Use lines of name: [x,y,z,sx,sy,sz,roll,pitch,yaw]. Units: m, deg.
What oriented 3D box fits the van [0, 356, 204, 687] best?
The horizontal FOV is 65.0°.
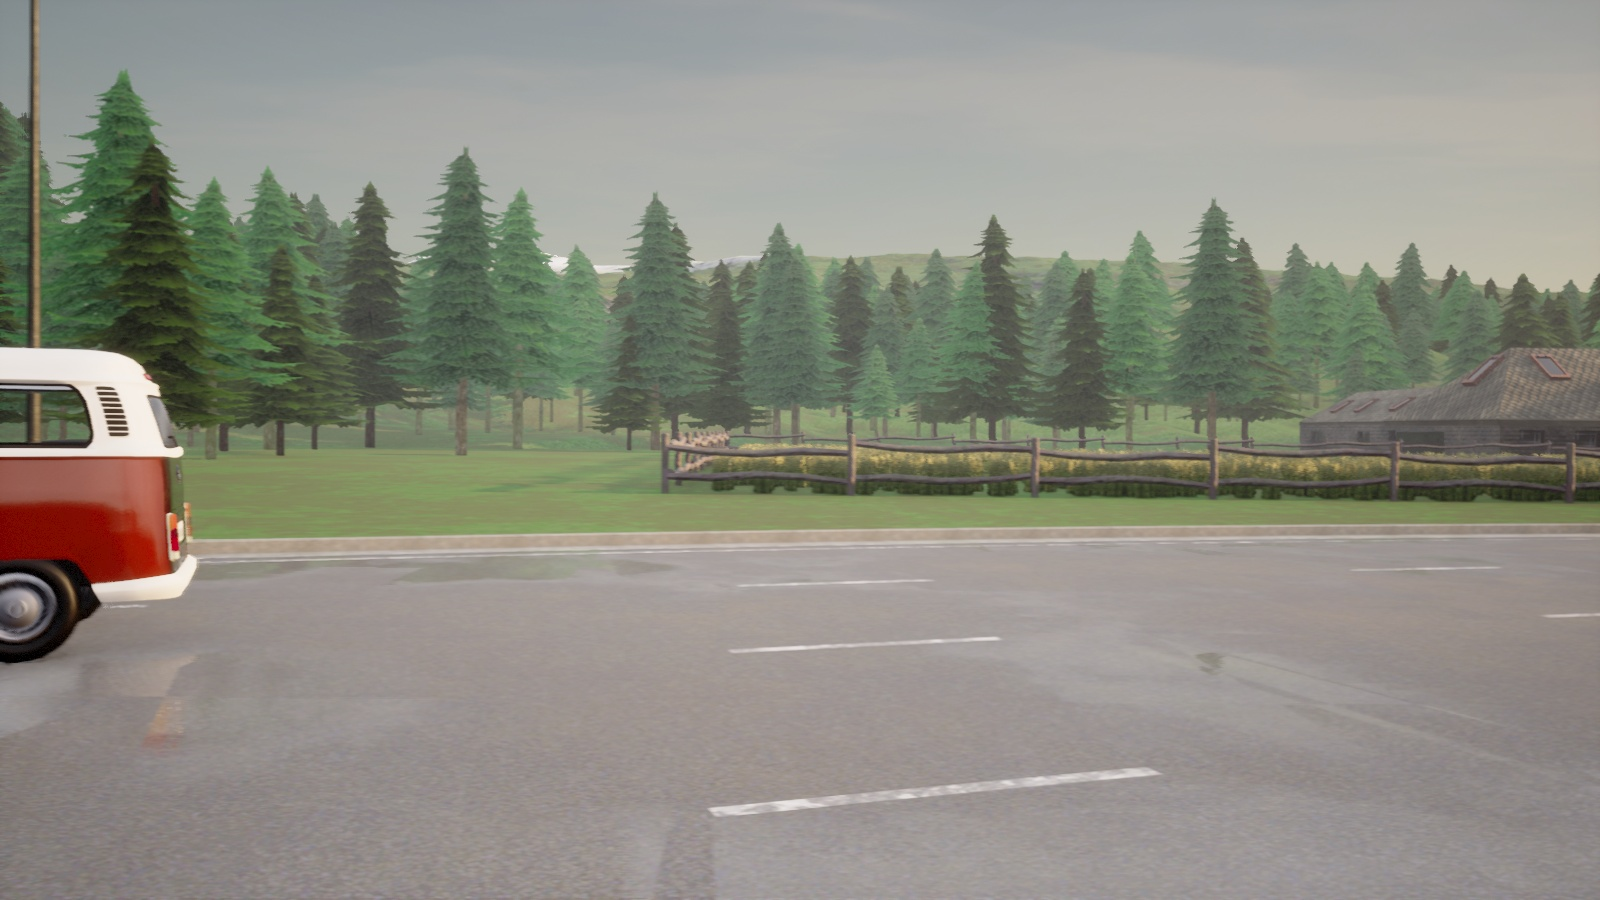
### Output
van: [-6.448,0.452,8.212,4.480,2.038,2.069,-1,1,-22]
